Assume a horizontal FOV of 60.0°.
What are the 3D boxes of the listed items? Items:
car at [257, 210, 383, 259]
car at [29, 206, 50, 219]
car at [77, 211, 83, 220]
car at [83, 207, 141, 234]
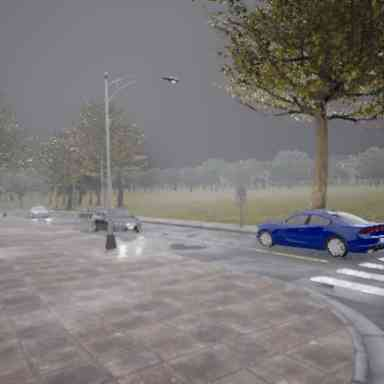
[{"bbox_3d":[4.675,1.448,12.684,1.882,1.535,5.008,-2,0,-35],"label":"car"},{"bbox_3d":[-18.983,2.514,41.253,1.812,1.442,4.674,-2,-1,-35],"label":"car"},{"bbox_3d":[-10.070,2.204,33.592,1.895,1.301,4.718,-2,0,-35],"label":"car"},{"bbox_3d":[-4.936,1.862,21.196,2.128,1.511,4.902,-2,0,-35],"label":"car"}]
